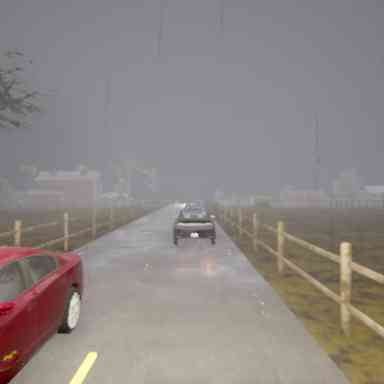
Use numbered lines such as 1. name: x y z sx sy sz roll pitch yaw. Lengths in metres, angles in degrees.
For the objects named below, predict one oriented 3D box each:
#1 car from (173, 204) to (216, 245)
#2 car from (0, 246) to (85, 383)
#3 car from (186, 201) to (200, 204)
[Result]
1. car: 0.103 1.536 15.861 2.128 1.511 4.902 0 0 0
2. car: -2.845 1.486 3.958 1.882 1.535 5.008 0 0 0
3. car: 0.109 1.680 35.056 2.033 1.411 5.357 0 0 0
